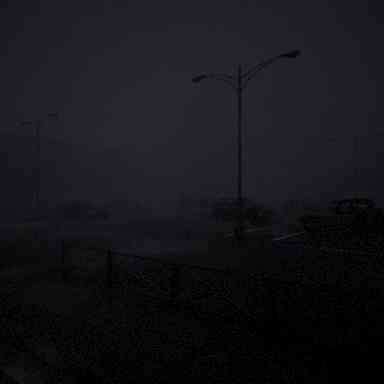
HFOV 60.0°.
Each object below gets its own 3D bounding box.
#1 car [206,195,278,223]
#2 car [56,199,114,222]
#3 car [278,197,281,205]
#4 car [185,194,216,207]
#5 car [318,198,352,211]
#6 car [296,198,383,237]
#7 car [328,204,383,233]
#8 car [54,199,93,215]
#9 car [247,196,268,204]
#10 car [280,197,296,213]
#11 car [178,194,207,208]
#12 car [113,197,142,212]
[{"bbox_3d":[3.700,1.295,25.026,4.605,1.855,1.932,0,0,38],"label":"car"},{"bbox_3d":[-8.462,1.501,25.721,4.514,1.523,2.007,0,0,38],"label":"car"},{"bbox_3d":[16.840,1.587,58.469,3.806,1.475,1.970,0,0,38],"label":"car"},{"bbox_3d":[1.277,1.304,50.828,4.605,1.855,1.932,0,0,38],"label":"car"},{"bbox_3d":[18.117,1.517,42.252,3.633,1.501,1.845,0,0,38],"label":"car"},{"bbox_3d":[7.877,1.271,17.592,3.866,1.878,1.905,0,0,38],"label":"car"},{"bbox_3d":[10.405,1.555,19.836,3.806,1.475,1.970,0,0,38],"label":"car"},{"bbox_3d":[-11.761,1.439,32.947,3.806,1.475,1.970,0,0,38],"label":"car"},{"bbox_3d":[12.828,1.581,65.387,3.633,1.501,1.845,0,0,38],"label":"car"},{"bbox_3d":[11.931,1.496,34.404,4.514,1.523,2.007,0,0,38],"label":"car"},{"bbox_3d":[-0.187,1.284,48.285,3.866,1.878,1.905,0,0,38],"label":"car"},{"bbox_3d":[-8.065,1.360,38.203,5.027,1.636,2.152,0,0,38],"label":"car"}]
